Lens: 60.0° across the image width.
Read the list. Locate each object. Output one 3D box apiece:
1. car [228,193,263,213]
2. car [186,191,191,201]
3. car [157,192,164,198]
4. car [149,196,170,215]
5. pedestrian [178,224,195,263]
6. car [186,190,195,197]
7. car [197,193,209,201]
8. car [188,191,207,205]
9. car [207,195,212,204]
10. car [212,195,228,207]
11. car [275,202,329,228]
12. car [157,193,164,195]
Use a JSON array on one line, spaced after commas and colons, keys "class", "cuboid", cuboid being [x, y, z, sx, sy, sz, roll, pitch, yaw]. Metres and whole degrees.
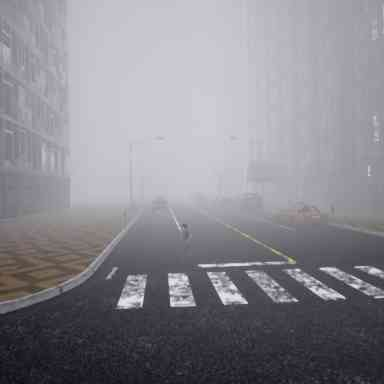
[{"class": "car", "cuboid": [5.328, 0.974, 31.941, 2.192, 1.841, 5.009, 0, 1, -5]}, {"class": "car", "cuboid": [0.101, 0.984, 59.808, 1.812, 1.442, 4.674, -1, 1, -5]}, {"class": "car", "cuboid": [-8.285, 0.746, 87.297, 1.967, 1.590, 4.097, 0, 1, -5]}, {"class": "car", "cuboid": [-3.008, 1.366, 31.119, 1.947, 1.339, 4.313, 0, 1, -5]}, {"class": "pedestrian", "cuboid": [-0.148, 1.535, 10.314, 0.375, 1.300, 0.375, 0, 0, -5]}, {"class": "car", "cuboid": [-0.474, 0.428, 93.722, 2.192, 1.841, 5.009, 0, 1, -5]}, {"class": "car", "cuboid": [2.165, 0.909, 65.642, 1.887, 1.381, 4.507, 0, 1, -5]}, {"class": "car", "cuboid": [1.081, 1.041, 49.407, 2.128, 1.511, 4.902, -1, 1, -5]}, {"class": "car", "cuboid": [3.748, 1.095, 48.792, 1.802, 1.307, 4.206, 0, 1, -5]}, {"class": "car", "cuboid": [4.275, 1.107, 43.176, 1.887, 1.381, 4.507, 0, 1, -5]}, {"class": "car", "cuboid": [6.409, 1.285, 20.043, 1.752, 1.417, 4.829, 0, 1, -5]}, {"class": "car", "cuboid": [-4.591, 1.237, 47.972, 1.802, 1.307, 4.206, 0, 1, -5]}]
